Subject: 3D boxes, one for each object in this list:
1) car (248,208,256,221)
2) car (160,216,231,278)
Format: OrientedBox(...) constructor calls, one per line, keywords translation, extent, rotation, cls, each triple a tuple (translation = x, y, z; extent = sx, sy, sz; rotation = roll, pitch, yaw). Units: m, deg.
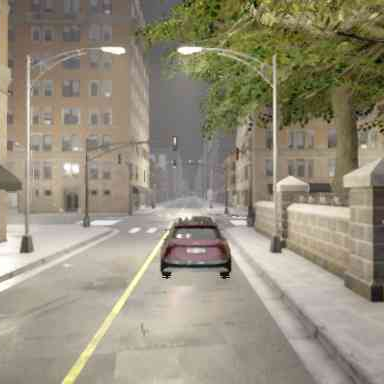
OrientedBox(translation=(7.307, 1.850, 28.705), extent=(4.892, 1.490, 1.837), rotation=(0, -4, -10), cls="car")
OrientedBox(translation=(0.101, 1.565, 10.637), extent=(2.033, 1.649, 4.856), rotation=(0, 0, 0), cls="car")
